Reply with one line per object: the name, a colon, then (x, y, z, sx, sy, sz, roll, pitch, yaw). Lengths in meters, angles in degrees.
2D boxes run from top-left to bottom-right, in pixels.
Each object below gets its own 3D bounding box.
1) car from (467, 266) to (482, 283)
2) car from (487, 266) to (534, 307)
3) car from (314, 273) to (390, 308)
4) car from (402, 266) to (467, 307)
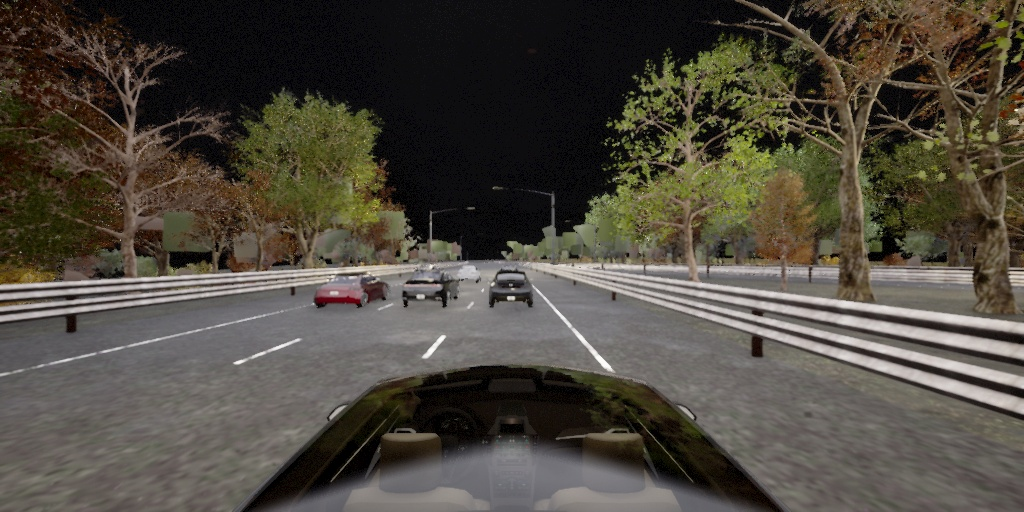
car: (-3.753, 1.572, 31.433, 1.812, 1.442, 4.674, 0, 0, -1)
car: (-0.049, 1.400, 16.324, 1.837, 1.490, 4.892, 0, 0, 0)
car: (-7.049, 1.456, 16.219, 1.994, 1.385, 4.181, 0, -1, 0)
car: (-3.549, 1.385, 16.295, 2.128, 1.511, 4.902, 0, 0, 0)
